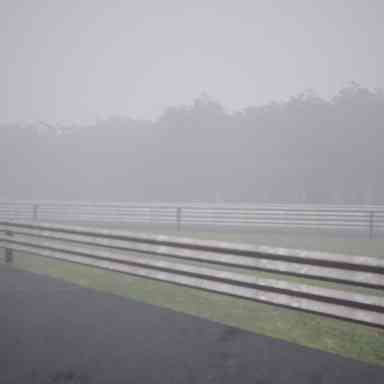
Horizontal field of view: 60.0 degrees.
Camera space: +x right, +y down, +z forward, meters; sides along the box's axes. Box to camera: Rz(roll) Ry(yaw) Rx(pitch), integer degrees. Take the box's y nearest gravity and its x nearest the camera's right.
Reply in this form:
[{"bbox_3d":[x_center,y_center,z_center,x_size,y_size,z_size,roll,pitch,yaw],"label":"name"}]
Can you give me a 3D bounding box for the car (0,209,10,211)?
[{"bbox_3d":[-19.358,1.381,30.627,5.366,1.575,1.801,1,0,21],"label":"car"}]
